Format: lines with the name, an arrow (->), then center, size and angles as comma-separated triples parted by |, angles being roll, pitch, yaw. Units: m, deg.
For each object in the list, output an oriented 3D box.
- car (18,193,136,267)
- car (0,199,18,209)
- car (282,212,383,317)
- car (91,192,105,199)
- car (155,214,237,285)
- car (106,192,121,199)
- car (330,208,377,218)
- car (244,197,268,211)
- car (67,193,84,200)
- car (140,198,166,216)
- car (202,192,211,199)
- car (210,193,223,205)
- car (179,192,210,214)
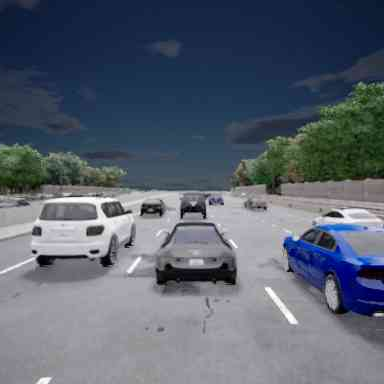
car -> -3.398, 1.185, 11.445 | 2.150, 2.045, 5.566 | 0, 0, 0
car -> -17.590, 1.370, 32.766 | 1.994, 1.385, 4.181 | 0, 0, 0
car -> 3.501, 1.459, 7.536 | 1.882, 1.535, 5.008 | 0, 0, 0
car -> -20.994, 0.775, 74.574 | 1.895, 1.301, 4.718 | 0, 1, 0
car -> 0.101, 1.537, 9.468 | 1.994, 1.385, 4.181 | 0, 0, 0
car -> -17.494, 0.719, 74.603 | 2.033, 1.411, 5.357 | 0, 1, 0
car -> 7.071, 1.467, 15.191 | 1.812, 1.442, 4.674 | 0, 0, 0
car -> 7.099, 1.313, 37.355 | 2.033, 1.411, 5.357 | 0, 1, 0
car -> -24.494, 0.959, 70.124 | 1.895, 1.301, 4.718 | 0, 1, 0
car -> -3.398, 1.308, 29.817 | 1.882, 1.535, 5.008 | 0, 0, 0
car -> 3.507, 0.737, 79.475 | 1.882, 1.535, 5.008 | 0, 1, 0
car -> 3.505, 0.982, 50.179 | 2.097, 1.767, 4.553 | 0, 1, 0
car -> 0.102, 1.063, 28.534 | 2.150, 2.045, 5.566 | 0, 1, 0
